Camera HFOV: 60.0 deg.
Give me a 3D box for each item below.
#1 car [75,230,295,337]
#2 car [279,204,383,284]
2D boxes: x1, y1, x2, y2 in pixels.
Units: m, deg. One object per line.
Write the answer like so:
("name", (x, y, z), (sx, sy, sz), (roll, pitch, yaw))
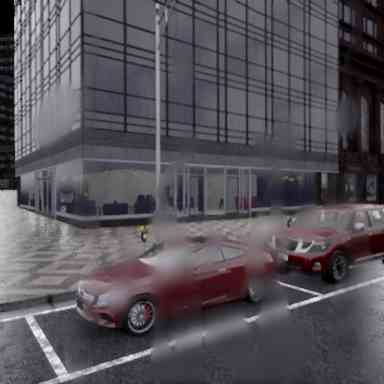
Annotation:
("car", (-0.099, 1.577, 6.575), (4.206, 1.307, 1.802), (0, 0, -35))
("car", (4.321, 1.303, 9.721), (5.009, 1.841, 2.192), (0, 0, -35))
